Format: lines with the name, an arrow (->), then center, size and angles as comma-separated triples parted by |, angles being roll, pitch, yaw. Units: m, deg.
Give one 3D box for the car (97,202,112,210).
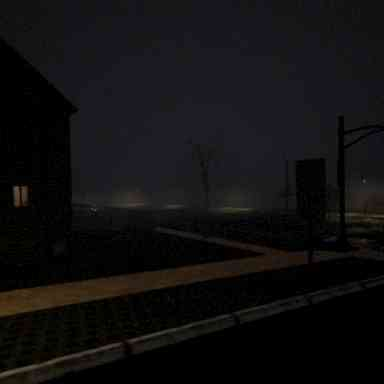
car -> -16.895, 2.708, 63.926 | 1.882, 1.535, 5.008 | -2, 0, -30
